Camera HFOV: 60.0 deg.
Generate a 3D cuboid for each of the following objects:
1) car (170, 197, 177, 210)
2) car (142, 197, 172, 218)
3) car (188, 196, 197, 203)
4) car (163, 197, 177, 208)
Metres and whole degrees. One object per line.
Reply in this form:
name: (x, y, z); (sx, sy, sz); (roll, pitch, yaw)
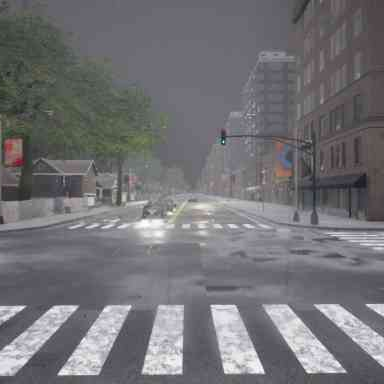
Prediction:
car: (-3.286, 1.372, 39.807); (2.097, 1.767, 4.553); (0, 0, 0)
car: (-3.303, 1.504, 30.073); (2.128, 1.511, 4.902); (0, 0, 0)
car: (0.195, 1.546, 70.202); (2.128, 1.511, 4.902); (0, 0, 0)
car: (-3.266, 1.554, 49.765); (1.812, 1.442, 4.674); (0, 0, 0)
